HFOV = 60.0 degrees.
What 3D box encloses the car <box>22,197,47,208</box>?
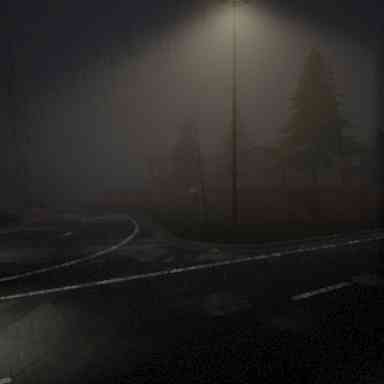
[{"bbox_3d":[-21.481,1.426,45.441,4.674,1.442,1.812,0,0,43],"label":"car"}]
